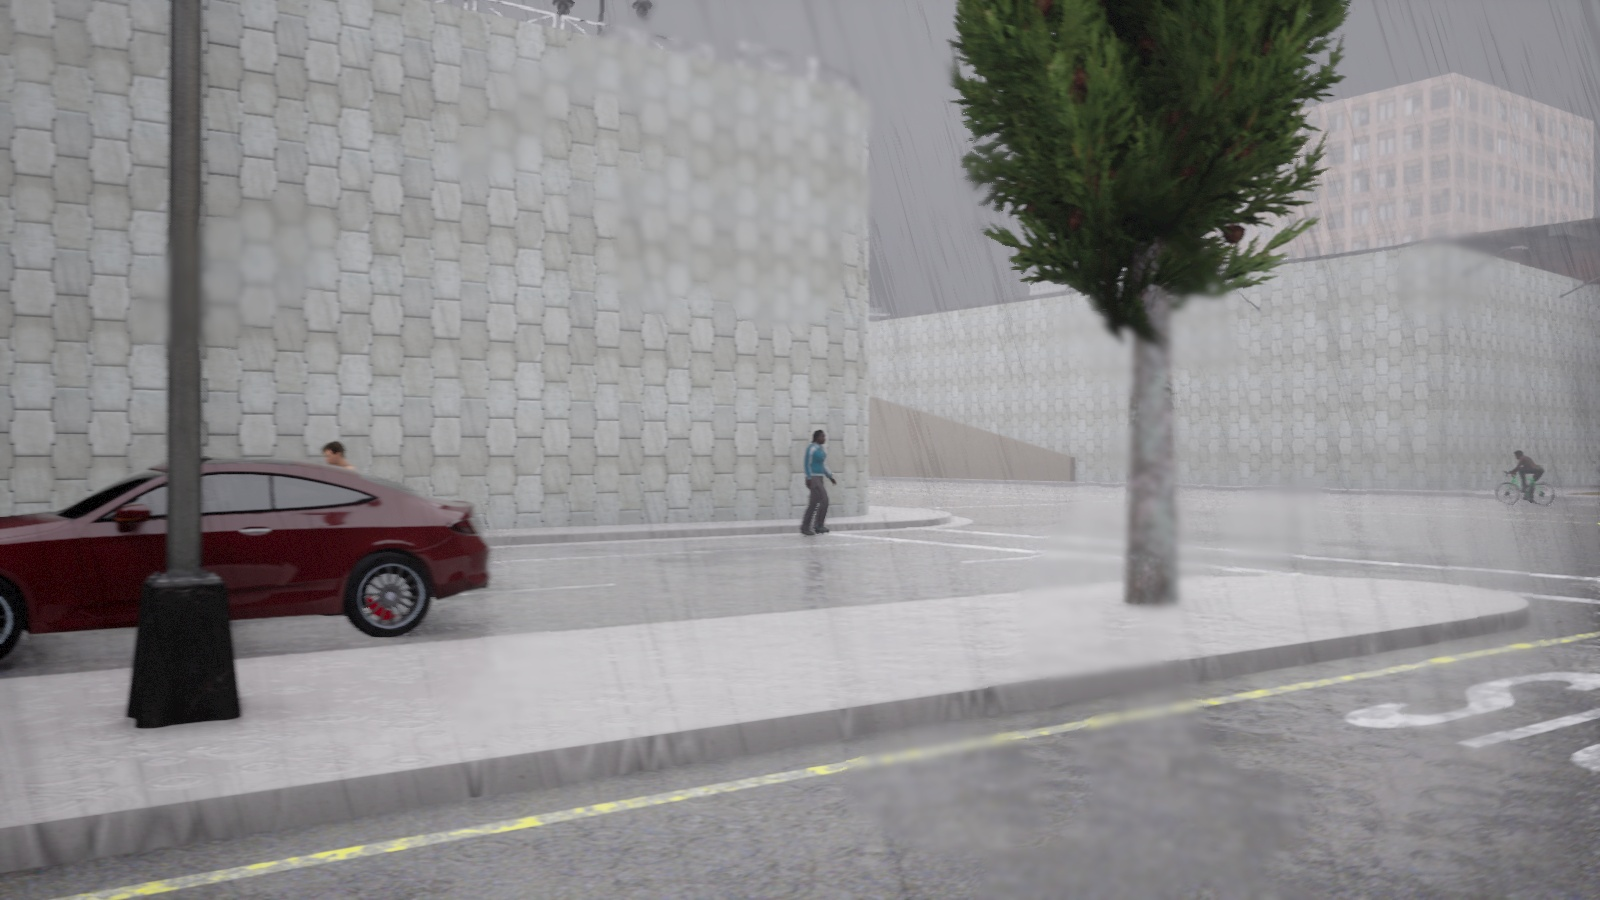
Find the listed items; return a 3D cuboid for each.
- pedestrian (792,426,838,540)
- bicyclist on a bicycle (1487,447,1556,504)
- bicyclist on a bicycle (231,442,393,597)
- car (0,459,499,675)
[{"bbox_3d":[0.256,0.555,21.487,0.692,1.930,0.396,0,0,28],"label":"pedestrian"},{"bbox_3d":[21.097,0.743,36.760,0.582,1.620,1.656,0,-1,-35],"label":"bicyclist on a bicycle"},{"bbox_3d":[-5.395,0.727,13.901,1.509,1.612,0.866,0,0,-34],"label":"bicyclist on a bicycle"},{"bbox_3d":[-4.961,0.805,9.951,4.674,1.442,1.812,0,0,-35],"label":"car"}]
